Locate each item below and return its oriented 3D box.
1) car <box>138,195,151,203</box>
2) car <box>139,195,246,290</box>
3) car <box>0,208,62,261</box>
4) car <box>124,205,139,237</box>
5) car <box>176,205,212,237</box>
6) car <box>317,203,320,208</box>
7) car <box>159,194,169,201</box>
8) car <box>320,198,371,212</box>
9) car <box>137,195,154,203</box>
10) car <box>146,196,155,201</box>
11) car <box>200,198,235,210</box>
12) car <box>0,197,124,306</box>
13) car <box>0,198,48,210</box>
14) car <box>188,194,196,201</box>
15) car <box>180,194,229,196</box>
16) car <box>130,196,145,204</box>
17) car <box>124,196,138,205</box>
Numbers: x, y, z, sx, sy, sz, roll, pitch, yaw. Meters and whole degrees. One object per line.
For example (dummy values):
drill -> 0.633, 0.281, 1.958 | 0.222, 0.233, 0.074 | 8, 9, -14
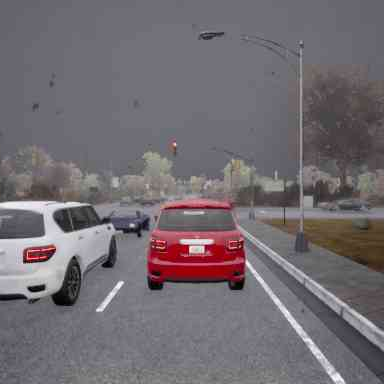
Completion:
car -> -10.543, 1.525, 74.536 | 2.128, 1.511, 4.902 | 0, 0, 0
car -> 0.092, 1.221, 9.217 | 2.150, 2.045, 5.566 | 0, 0, 0
car -> -7.112, 1.505, 13.363 | 1.837, 1.490, 4.892 | 0, 0, 0
car -> -3.410, 1.601, 17.925 | 1.895, 1.301, 4.718 | 0, 0, 0
car -> 0.090, 1.526, 18.911 | 1.812, 1.442, 4.674 | 0, 0, 0
car -> 17.958, 1.599, 40.847 | 4.718, 1.301, 1.895 | 0, 0, 3
car -> -7.047, 1.355, 84.217 | 2.097, 1.767, 4.553 | 0, 0, 0
car -> 17.433, 1.502, 37.373 | 4.892, 1.490, 1.837 | 0, 0, 3
car -> -7.113, 1.547, 54.557 | 2.033, 1.411, 5.357 | 0, 0, 0
car -> -10.547, 1.595, 84.582 | 1.895, 1.301, 4.718 | 0, 0, 0
car -> 3.322, 1.564, 43.310 | 4.181, 1.385, 1.994 | 0, 0, 28
car -> -3.405, 1.221, 8.157 | 2.150, 2.045, 5.566 | 0, 0, 0
car -> -21.760, 1.547, 43.063 | 5.357, 1.411, 2.033 | 0, 0, 3
car -> -0.045, 1.348, 86.427 | 2.097, 1.767, 4.553 | 0, 0, 0
car -> 1.825, 1.224, 38.236 | 5.566, 2.045, 2.150 | 0, 0, 3
car -> -10.576, 1.547, 64.694 | 2.033, 1.411, 5.357 | 0, 0, 1
car -> -10.618, 1.505, 54.951 | 1.837, 1.490, 4.892 | 0, 0, 0
